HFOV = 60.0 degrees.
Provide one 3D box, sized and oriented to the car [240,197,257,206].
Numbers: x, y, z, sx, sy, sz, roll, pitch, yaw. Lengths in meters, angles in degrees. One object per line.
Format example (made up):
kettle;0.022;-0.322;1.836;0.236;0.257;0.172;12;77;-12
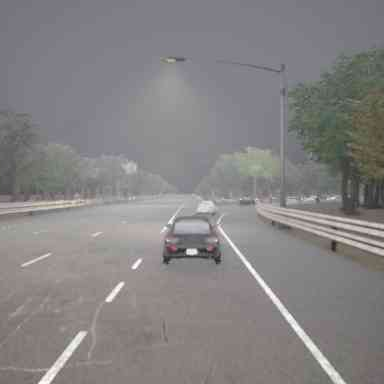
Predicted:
car;9.950;1.683;58.240;1.882;1.535;5.008;0;-1;28

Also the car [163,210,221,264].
car;0.003;1.574;11.933;1.812;1.442;4.674;0;0;0

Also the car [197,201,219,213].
car;1.672;1.650;34.601;1.812;1.442;4.674;0;0;11
